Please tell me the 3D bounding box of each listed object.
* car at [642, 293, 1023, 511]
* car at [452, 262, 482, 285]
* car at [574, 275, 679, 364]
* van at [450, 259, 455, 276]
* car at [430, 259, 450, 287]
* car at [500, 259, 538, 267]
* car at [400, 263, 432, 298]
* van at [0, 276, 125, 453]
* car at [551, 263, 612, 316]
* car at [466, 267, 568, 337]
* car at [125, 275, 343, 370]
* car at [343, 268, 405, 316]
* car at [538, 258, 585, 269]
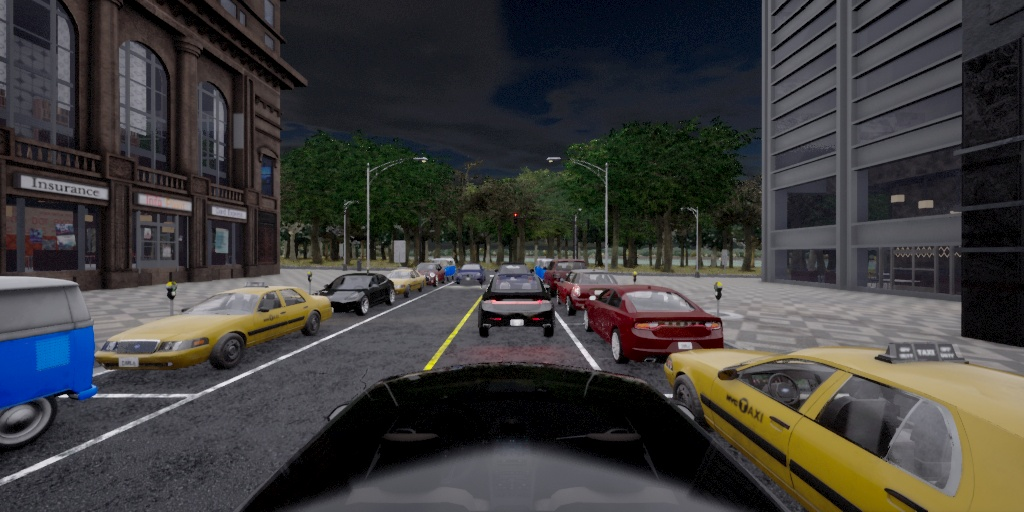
[{"bbox_3d":[2.763,1.275,2.688,1.751,1.417,4.829,0,0,0],"label":"car"},{"bbox_3d":[-2.974,1.280,26.583,1.812,1.442,4.674,0,0,0],"label":"car"},{"bbox_3d":[2.769,1.295,7.956,1.888,1.381,4.507,0,0,0],"label":"car"},{"bbox_3d":[-5.729,1.095,29.716,1.690,1.789,3.998,0,0,0],"label":"van"},{"bbox_3d":[-5.736,1.192,24.278,1.967,1.591,4.097,0,0,0],"label":"car"},{"bbox_3d":[0.122,1.104,19.234,2.097,1.767,4.553,0,0,1],"label":"car"},{"bbox_3d":[-5.743,1.277,18.671,1.751,1.417,4.829,0,0,0],"label":"car"},{"bbox_3d":[-5.762,1.091,2.529,1.690,1.789,3.998,0,0,0],"label":"van"},{"bbox_3d":[2.776,1.190,13.393,1.967,1.591,4.097,0,0,0],"label":"car"},{"bbox_3d":[0.111,1.242,10.269,2.128,1.511,4.902,0,0,0],"label":"car"},{"bbox_3d":[-5.756,1.275,7.796,1.751,1.417,4.829,0,0,0],"label":"car"},{"bbox_3d":[-5.749,1.316,13.403,1.948,1.339,4.313,0,0,0],"label":"car"},{"bbox_3d":[2.783,1.066,18.831,2.192,1.841,5.009,0,0,0],"label":"car"}]
